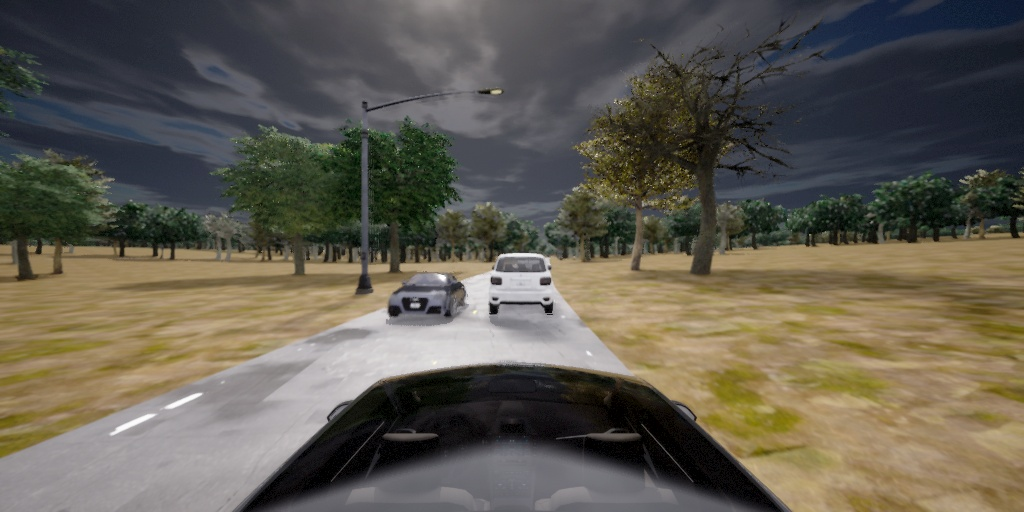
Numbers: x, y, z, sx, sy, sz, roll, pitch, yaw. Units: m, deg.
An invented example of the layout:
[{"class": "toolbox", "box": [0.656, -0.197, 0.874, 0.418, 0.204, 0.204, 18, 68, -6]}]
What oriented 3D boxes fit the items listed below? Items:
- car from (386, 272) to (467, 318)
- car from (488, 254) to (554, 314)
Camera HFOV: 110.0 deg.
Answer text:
[{"class": "car", "box": [-2.824, 1.281, 12.688, 1.994, 1.385, 4.181, 0, 0, 2]}, {"class": "car", "box": [0.368, 0.941, 13.732, 2.150, 2.045, 5.566, 0, 0, 2]}]
